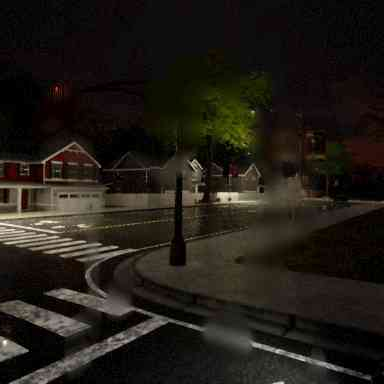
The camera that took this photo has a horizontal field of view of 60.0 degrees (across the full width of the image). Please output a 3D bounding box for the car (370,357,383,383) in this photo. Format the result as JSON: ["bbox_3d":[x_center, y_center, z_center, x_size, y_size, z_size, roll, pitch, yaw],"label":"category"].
[{"bbox_3d":[3.361,1.506,1.283,4.892,1.490,1.837,0,0,35],"label":"car"}]

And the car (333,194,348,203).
[{"bbox_3d":[28.010,1.206,62.723,2.128,1.511,4.902,1,0,36],"label":"car"}]
